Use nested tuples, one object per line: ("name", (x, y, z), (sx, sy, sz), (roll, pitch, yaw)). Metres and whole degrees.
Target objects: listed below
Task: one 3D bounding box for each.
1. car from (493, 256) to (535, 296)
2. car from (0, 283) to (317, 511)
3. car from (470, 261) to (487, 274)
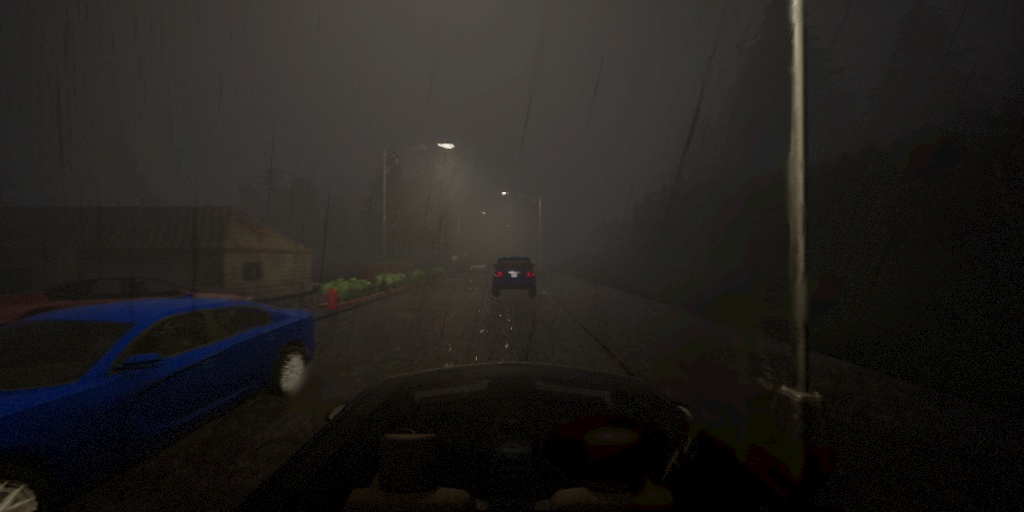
("car", (0.105, 1.024, 19.953), (2.150, 2.045, 5.566), (0, 0, 0))
("car", (-4.098, 1.234, 3.739), (1.882, 1.535, 5.008), (0, 0, 0))
("car", (-4.060, 1.397, 44.307), (1.812, 1.442, 4.674), (0, 0, 0))
